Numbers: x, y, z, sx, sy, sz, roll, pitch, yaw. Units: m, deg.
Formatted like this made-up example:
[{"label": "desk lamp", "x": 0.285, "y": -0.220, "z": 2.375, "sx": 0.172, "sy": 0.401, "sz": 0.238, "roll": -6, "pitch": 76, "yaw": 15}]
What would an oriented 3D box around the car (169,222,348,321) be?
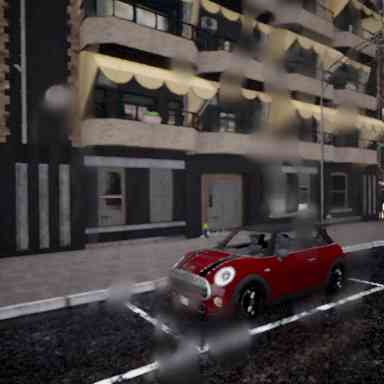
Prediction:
[{"label": "car", "x": 1.494, "y": 1.442, "z": 7.177, "sx": 4.097, "sy": 1.590, "sz": 1.967, "roll": 0, "pitch": -1, "yaw": -35}]
